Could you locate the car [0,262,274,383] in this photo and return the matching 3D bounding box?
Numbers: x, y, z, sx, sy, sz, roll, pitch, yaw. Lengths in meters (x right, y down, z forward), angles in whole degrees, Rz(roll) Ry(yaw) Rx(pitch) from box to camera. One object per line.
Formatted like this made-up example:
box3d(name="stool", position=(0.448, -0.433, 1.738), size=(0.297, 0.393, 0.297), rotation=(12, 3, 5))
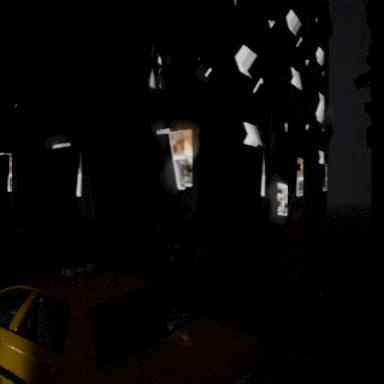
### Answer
box3d(name="car", position=(-1.523, 1.520, 3.960), size=(4.829, 1.417, 1.752), rotation=(0, 0, 35))
